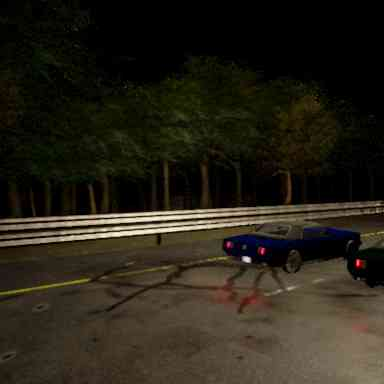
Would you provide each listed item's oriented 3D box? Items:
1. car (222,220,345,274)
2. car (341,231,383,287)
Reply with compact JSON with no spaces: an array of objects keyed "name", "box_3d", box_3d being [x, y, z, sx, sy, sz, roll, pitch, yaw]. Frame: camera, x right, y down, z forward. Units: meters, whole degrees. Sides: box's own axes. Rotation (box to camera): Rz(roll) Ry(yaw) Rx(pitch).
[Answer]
[{"name":"car","box_3d":[3.305,1.545,10.409,4.718,1.301,1.895,-1,0,-35]},{"name":"car","box_3d":[5.779,1.541,7.875,4.718,1.301,1.895,-1,0,-35]}]
